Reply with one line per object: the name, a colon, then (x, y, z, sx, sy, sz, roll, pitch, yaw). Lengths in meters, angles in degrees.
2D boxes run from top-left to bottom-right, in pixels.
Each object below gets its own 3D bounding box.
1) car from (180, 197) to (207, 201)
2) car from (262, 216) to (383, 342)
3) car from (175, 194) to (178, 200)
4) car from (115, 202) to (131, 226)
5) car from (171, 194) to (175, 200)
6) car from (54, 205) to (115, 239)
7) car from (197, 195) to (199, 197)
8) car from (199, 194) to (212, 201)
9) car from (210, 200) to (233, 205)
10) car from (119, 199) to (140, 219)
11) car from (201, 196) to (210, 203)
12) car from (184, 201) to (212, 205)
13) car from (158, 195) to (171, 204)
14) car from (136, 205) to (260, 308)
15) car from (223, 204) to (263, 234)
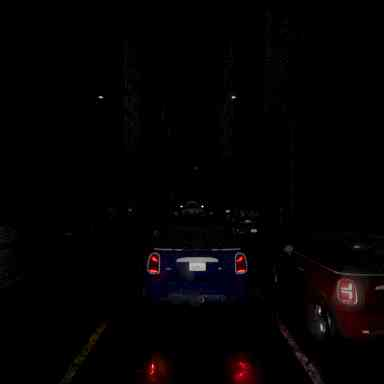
car: (-0.010, 1.460, 27.358, 1.801, 1.575, 5.366, 0, 0, 0)
car: (2.851, 1.440, 6.488, 1.967, 1.590, 4.097, 0, 0, 0)
car: (-5.621, 1.637, 92.466, 1.752, 1.417, 4.829, 0, 0, 0)
car: (-5.680, 1.584, 22.989, 1.802, 1.307, 4.206, 0, 0, 0)
car: (-5.644, 1.616, 76.410, 2.008, 1.369, 4.403, 0, 0, 0)
car: (-5.678, 1.567, 17.488, 1.947, 1.339, 4.313, 0, 0, 0)
car: (2.881, 1.616, 76.401, 2.008, 1.369, 4.403, 0, 0, 0)
car: (2.864, 1.484, 65.584, 1.967, 1.590, 4.097, 0, 0, 0)
car: (2.844, 1.569, 28.493, 1.947, 1.339, 4.313, 0, 0, 0)
car: (-5.682, 1.443, 28.491, 1.967, 1.590, 4.097, 0, 0, 0)
car: (2.873, 1.579, 71.163, 1.752, 1.417, 4.829, 0, 0, 0)
car: (0.089, 1.479, 17.336, 1.882, 1.535, 5.008, 0, 0, 0)
car: (-5.660, 1.626, 65.594, 1.802, 1.307, 4.206, 0, 0, 0)
car: (0.096, 1.352, 8.055, 2.097, 1.767, 4.553, 0, 0, 0)
car: (2.847, 1.552, 17.491, 2.008, 1.369, 4.403, 0, 0, 0)
